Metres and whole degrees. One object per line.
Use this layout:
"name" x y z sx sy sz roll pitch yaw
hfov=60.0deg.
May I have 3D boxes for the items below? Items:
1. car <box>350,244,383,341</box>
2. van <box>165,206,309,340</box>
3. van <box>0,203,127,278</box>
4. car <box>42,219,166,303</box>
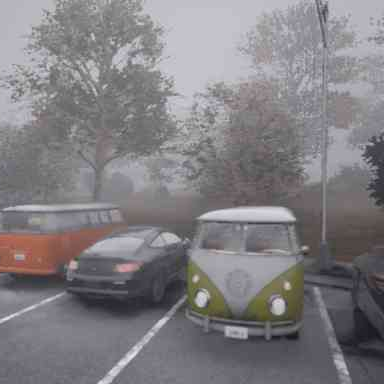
"car" 3.597 1.526 4.865 2.002 1.452 4.674 0 -1 16
"van" 1.173 1.281 6.467 1.878 1.987 4.442 0 -1 16
"van" -3.562 1.334 10.119 1.878 1.987 4.442 -1 -1 16
"car" -1.201 1.571 8.288 2.002 1.452 4.674 -1 -1 16
